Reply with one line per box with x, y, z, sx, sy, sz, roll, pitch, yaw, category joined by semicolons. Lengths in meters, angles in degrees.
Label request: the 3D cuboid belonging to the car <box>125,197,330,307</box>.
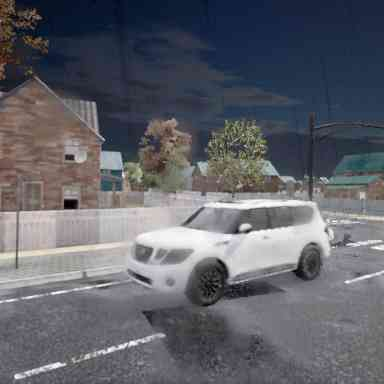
1.158;1.230;8.360;5.566;2.045;2.150;0;0;-35;car

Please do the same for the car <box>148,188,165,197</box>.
-6.700;0.324;61.568;2.150;2.045;5.566;1;1;-21;car
